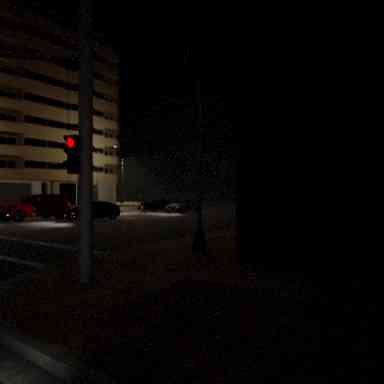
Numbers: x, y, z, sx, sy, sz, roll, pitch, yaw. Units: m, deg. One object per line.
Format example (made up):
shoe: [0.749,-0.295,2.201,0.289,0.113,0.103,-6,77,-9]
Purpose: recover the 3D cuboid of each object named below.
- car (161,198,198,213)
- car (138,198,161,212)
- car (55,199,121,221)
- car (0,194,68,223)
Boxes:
car: [-0.942,1.493,36.066,1.812,1.442,4.674,0,0,35]
car: [-3.979,1.453,37.834,2.128,1.511,4.902,0,0,35]
car: [-7.843,1.472,26.218,1.837,1.490,4.892,0,0,35]
car: [-12.246,1.184,26.019,2.150,2.045,5.566,0,0,35]
